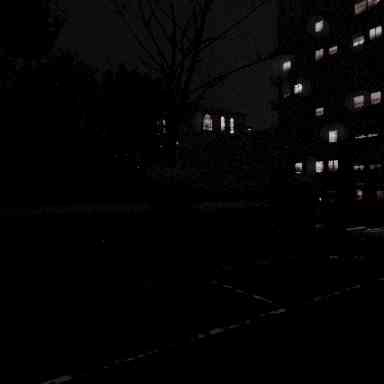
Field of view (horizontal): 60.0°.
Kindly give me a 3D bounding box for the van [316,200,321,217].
[{"bbox_3d":[10.526,1.646,32.576,1.690,1.788,3.998,-1,0,-36],"label":"van"}]
